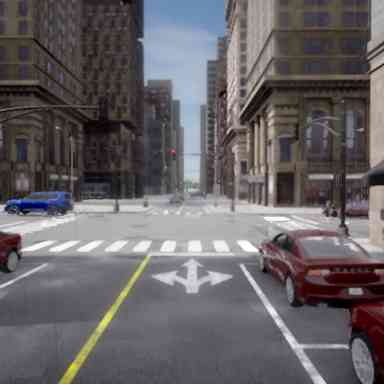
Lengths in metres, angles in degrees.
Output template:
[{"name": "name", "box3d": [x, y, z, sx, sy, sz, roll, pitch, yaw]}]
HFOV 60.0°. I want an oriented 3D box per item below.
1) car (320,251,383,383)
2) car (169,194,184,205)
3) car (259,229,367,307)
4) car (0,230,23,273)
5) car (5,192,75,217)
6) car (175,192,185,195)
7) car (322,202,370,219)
[{"name": "car", "box3d": [2.754, 1.542, 2.334, 1.887, 1.381, 4.507, -1, 0, 0]}, {"name": "car", "box3d": [-2.944, 1.467, 58.337, 2.033, 1.411, 5.357, 0, 0, 1]}, {"name": "car", "box3d": [2.758, 1.534, 7.839, 1.887, 1.381, 4.507, -1, 0, 0]}, {"name": "car", "box3d": [-5.767, 1.533, 7.846, 1.887, 1.381, 4.507, -1, 0, 0]}, {"name": "car", "box3d": [-13.105, 1.022, 28.818, 5.566, 2.045, 2.150, 0, 1, 0]}, {"name": "car", "box3d": [-2.856, 0.998, 74.456, 2.150, 2.045, 5.566, 0, 0, 0]}, {"name": "car", "box3d": [14.214, 1.585, 28.782, 5.357, 1.411, 2.033, 0, 1, 0]}]
